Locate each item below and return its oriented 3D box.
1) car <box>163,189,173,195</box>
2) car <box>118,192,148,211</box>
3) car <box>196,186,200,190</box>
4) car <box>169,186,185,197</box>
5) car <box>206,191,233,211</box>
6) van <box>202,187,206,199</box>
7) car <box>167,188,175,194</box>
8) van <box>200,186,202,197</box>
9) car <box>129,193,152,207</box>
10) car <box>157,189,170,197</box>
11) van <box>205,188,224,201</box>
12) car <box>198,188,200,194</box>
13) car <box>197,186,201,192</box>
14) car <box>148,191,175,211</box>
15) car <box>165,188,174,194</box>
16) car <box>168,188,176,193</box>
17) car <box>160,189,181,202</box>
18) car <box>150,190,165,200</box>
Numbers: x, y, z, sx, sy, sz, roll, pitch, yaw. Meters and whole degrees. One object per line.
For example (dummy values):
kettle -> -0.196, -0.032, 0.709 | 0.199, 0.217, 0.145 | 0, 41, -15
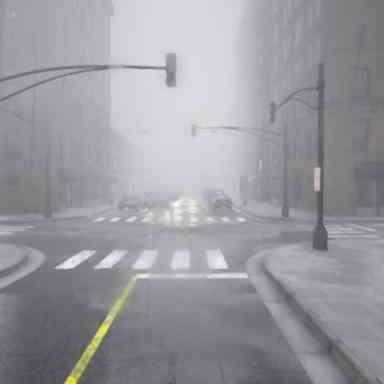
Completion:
car -> -5.435, -0.052, 75.209 | 1.887, 1.381, 4.507 | 0, 1, 0
car -> -5.407, 0.938, 29.762 | 1.947, 1.339, 4.313 | 0, 1, 0
car -> 2.582, -0.296, 86.577 | 1.887, 1.381, 4.507 | 0, 1, 0
car -> -2.790, 0.024, 64.009 | 2.097, 1.767, 4.553 | 0, 1, 0
car -> 2.619, 0.923, 29.767 | 2.008, 1.369, 4.403 | 0, 1, 0
van -> 2.608, 0.352, 46.805 | 1.690, 1.788, 3.998 | 0, 1, 0
car -> -5.443, -0.296, 86.571 | 1.887, 1.381, 4.507 | 0, 1, 0
van -> 2.604, 0.230, 52.487 | 1.690, 1.788, 3.998 | 0, 1, 0
car -> -5.410, 0.834, 35.443 | 1.802, 1.307, 4.206 | 0, 1, 0
car -> -5.428, 0.212, 63.847 | 1.947, 1.339, 4.313 | 0, 1, 0
van -> 2.615, 0.593, 35.443 | 1.690, 1.788, 3.998 | 0, 1, 0
car -> 2.597, 0.228, 63.854 | 1.802, 1.307, 4.206 | 0, 1, 0
car -> 2.593, 0.046, 69.703 | 1.752, 1.417, 4.829 | 0, 1, 0
car -> -2.863, 0.886, 30.297 | 1.812, 1.442, 4.674 | 0, 1, 0
car -> -5.439, -0.168, 80.890 | 2.008, 1.369, 4.403 | 0, 1, 0
car -> -5.446, -0.397, 92.253 | 1.947, 1.339, 4.313 | 0, 1, 0
car -> -2.868, 0.645, 45.250 | 1.895, 1.301, 4.718 | 0, 1, 1
car -> -5.421, 0.440, 52.485 | 2.008, 1.369, 4.403 | 0, 1, 0
